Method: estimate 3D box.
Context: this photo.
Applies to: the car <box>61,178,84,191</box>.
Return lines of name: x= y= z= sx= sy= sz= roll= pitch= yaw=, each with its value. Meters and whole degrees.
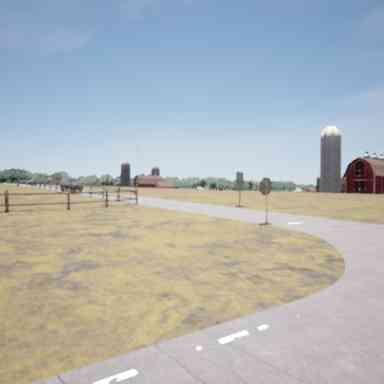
car: x=-18.172 y=-1.084 z=50.207 sx=2.150 sy=2.045 sz=5.566 roll=1 pitch=2 yaw=-36
